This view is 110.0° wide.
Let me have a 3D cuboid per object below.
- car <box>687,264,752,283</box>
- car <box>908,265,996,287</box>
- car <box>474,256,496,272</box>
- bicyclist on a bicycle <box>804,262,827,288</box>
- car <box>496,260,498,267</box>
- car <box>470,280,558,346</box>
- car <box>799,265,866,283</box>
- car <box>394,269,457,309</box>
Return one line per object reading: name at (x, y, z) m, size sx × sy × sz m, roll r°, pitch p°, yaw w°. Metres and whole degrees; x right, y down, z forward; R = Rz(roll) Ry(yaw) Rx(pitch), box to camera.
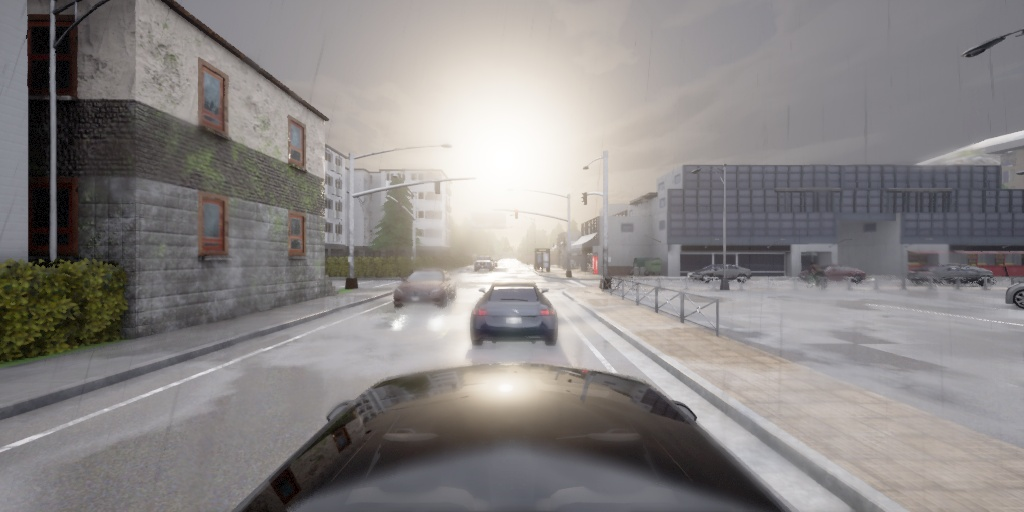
car at (17.033, 1.418, 29.561) m, size 4.902 × 1.511 × 2.128 m, roll 0°, pitch 0°, yaw 0°
car at (31.732, 1.418, 25.916) m, size 4.902 × 1.511 × 2.128 m, roll 0°, pitch 0°, yaw 0°
car at (-3.653, 0.972, 47.080) m, size 2.150 × 2.045 × 5.566 m, roll 0°, pitch 0°, yaw 0°
bicyclist on a bicycle at (18.689, 1.227, 22.084) m, size 0.582 × 1.620 × 1.656 m, roll 0°, pitch 0°, yaw 0°
car at (-3.654, 1.351, 56.973) m, size 1.895 × 1.301 × 4.718 m, roll 0°, pitch 0°, yaw 0°
car at (0.053, 1.314, 9.463) m, size 1.994 × 1.385 × 4.181 m, roll 0°, pitch 0°, yaw 0°
car at (26.398, 1.452, 29.590) m, size 4.674 × 1.442 × 1.812 m, roll 0°, pitch 0°, yaw 0°
car at (-3.483, 1.275, 15.189) m, size 1.812 × 1.442 × 4.674 m, roll 0°, pitch 0°, yaw -1°
